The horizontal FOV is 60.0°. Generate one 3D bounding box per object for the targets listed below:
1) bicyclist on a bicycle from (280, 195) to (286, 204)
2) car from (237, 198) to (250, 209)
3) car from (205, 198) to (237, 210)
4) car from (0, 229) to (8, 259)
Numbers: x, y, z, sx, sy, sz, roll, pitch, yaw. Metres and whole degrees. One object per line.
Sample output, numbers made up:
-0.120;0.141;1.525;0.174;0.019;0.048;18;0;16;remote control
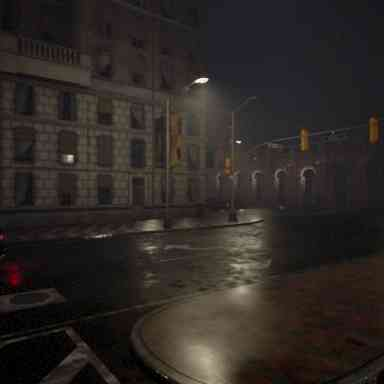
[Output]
15.477;1.300;56.462;1.656;1.620;0.582;0;0;-36;bicyclist on a bicycle
5.740;1.526;45.232;1.812;1.442;4.674;0;0;-36;car
2.996;1.491;43.051;2.128;1.511;4.902;0;0;-36;car
-7.495;1.491;8.470;4.902;1.511;2.128;0;0;-36;car
